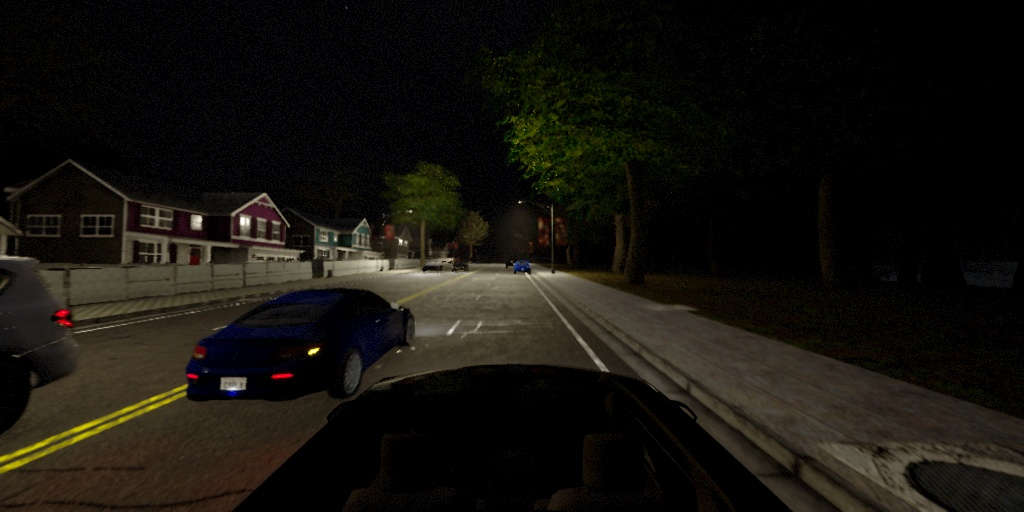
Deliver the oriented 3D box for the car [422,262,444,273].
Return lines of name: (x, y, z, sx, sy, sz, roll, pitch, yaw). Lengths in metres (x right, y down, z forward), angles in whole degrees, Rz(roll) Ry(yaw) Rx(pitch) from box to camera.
car: (-9.824, 1.407, 44.699, 1.895, 1.301, 4.718, 0, 0, 0)

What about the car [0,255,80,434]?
car: (-6.601, 0.972, 2.174, 2.150, 2.045, 5.566, 0, 0, 0)

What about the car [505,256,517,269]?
car: (0.009, 1.072, 60.062, 2.150, 2.045, 5.566, 0, 0, 0)

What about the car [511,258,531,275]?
car: (1.143, 1.273, 40.750, 1.882, 1.535, 5.008, 0, 0, 0)

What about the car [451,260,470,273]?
car: (-6.569, 1.316, 45.863, 1.837, 1.490, 4.892, 0, -1, 0)

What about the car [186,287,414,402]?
car: (-3.150, 1.278, 6.358, 1.812, 1.442, 4.674, 0, 0, 0)
